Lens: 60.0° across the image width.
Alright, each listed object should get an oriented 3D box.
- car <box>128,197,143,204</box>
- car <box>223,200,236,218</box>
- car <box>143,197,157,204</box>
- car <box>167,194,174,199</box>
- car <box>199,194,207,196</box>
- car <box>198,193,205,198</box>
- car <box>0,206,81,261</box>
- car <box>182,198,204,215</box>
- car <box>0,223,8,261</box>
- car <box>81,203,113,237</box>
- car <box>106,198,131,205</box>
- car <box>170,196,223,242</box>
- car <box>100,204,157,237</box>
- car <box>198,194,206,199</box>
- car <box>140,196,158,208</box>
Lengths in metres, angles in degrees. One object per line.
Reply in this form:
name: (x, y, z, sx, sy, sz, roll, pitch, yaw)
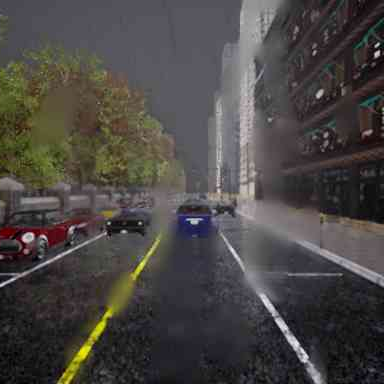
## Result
car: (-5.677, 1.283, 28.385, 1.967, 1.590, 4.097, 0, 0, 0)
car: (2.702, 1.394, 28.384, 2.008, 1.369, 4.403, 0, 0, 0)
car: (-5.751, 1.335, 39.461, 2.008, 1.369, 4.403, 0, 0, 0)
car: (-5.655, 1.135, 88.551, 1.802, 1.307, 4.206, 0, 0, 0)
car: (2.723, 1.144, 82.916, 1.947, 1.339, 4.313, 0, 0, 0)
car: (2.728, 1.096, 94.181, 1.947, 1.339, 4.313, 0, 0, 0)
car: (-5.683, 1.373, 11.769, 1.967, 1.590, 4.097, 0, 0, 0)
car: (0.111, 1.383, 32.836, 1.994, 1.385, 4.181, 0, 0, 0)
car: (-5.686, 1.529, 6.231, 1.947, 1.339, 4.313, 0, 0, 0)
car: (-5.682, 1.484, 17.308, 1.802, 1.307, 4.206, 0, 0, 0)
car: (-5.680, 1.398, 22.676, 1.752, 1.417, 4.829, 0, 0, 0)
car: (0.104, 1.263, 15.860, 2.097, 1.767, 4.553, 0, 0, 0)
car: (-3.095, 1.502, 17.420, 1.895, 1.301, 4.718, 0, 0, 0)
car: (2.726, 1.119, 88.548, 1.947, 1.339, 4.313, 0, 0, 0)
car: (-5.800, 1.300, 45.001, 1.887, 1.381, 4.507, 0, 0, 0)
